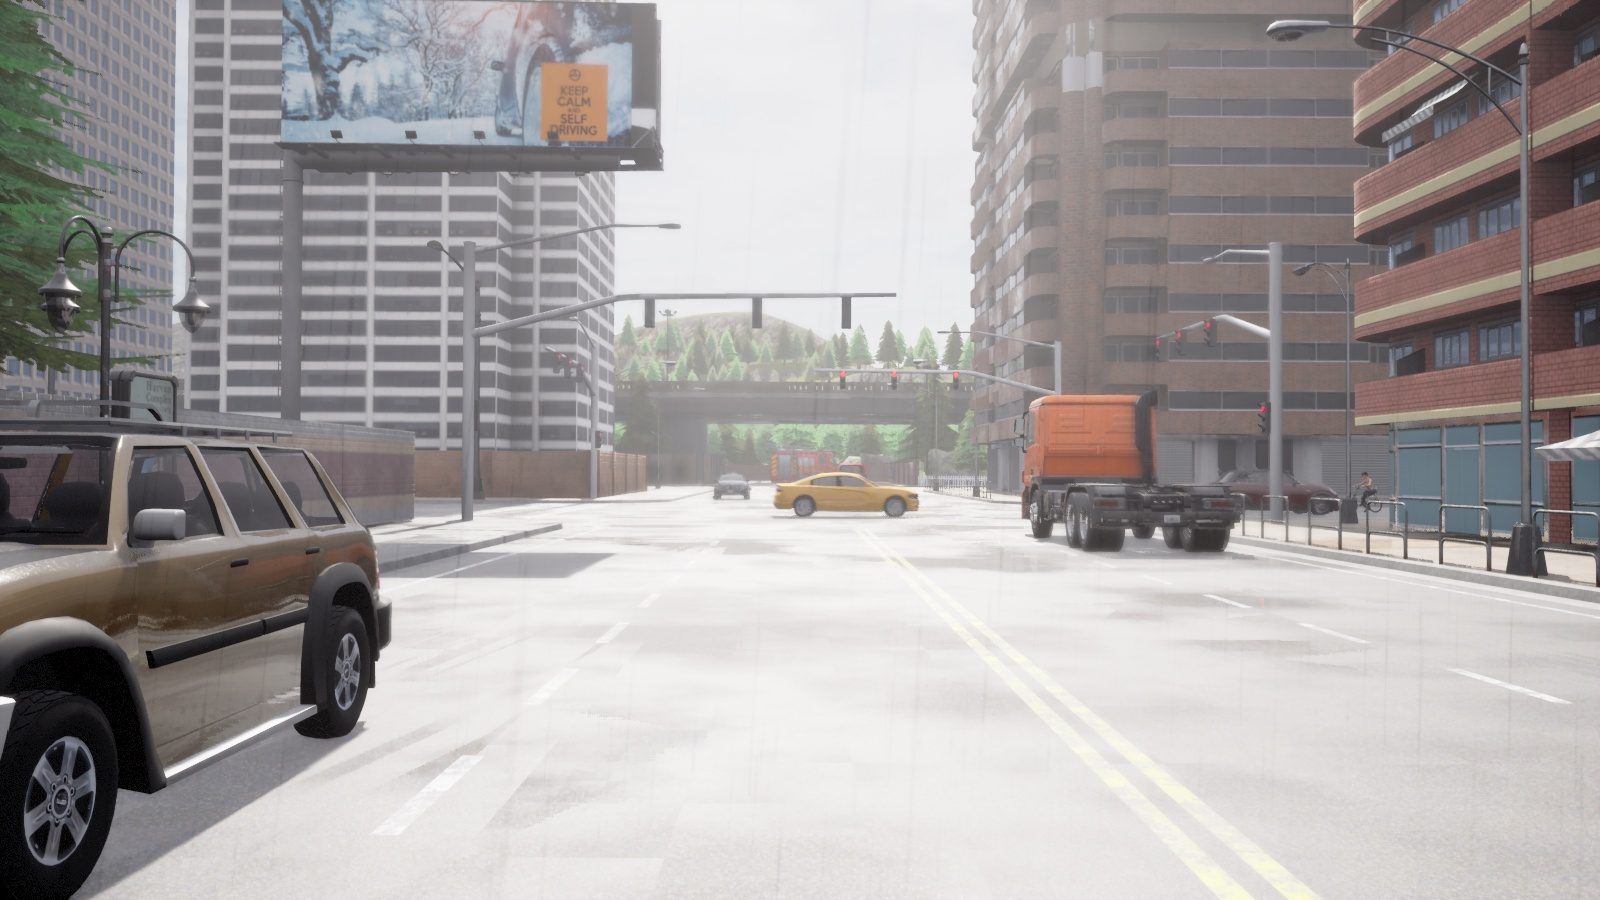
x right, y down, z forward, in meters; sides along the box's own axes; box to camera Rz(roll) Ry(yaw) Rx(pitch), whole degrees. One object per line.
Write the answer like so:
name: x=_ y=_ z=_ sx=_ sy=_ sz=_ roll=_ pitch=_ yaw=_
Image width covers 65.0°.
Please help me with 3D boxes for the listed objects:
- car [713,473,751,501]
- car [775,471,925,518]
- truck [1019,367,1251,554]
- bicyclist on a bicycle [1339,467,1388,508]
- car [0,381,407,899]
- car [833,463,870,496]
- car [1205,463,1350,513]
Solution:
car: x=-3.696 y=2.011 z=68.991 sx=1.812 sy=1.442 sz=4.674 roll=0 pitch=-1 yaw=0
car: x=1.672 y=1.503 z=42.809 sx=5.008 sy=1.535 sz=1.882 roll=0 pitch=-1 yaw=0
truck: x=6.917 y=0.263 z=27.349 sx=2.891 sy=3.462 sz=7.936 roll=0 pitch=-1 yaw=0
bicyclist on a bicycle: x=22.322 y=1.495 z=49.752 sx=1.509 sy=1.612 sz=0.866 roll=0 pitch=-1 yaw=0
car: x=-3.520 y=0.744 z=5.891 sx=1.932 sy=1.855 sz=4.605 roll=0 pitch=-1 yaw=0
car: x=3.267 y=1.882 z=81.293 sx=2.150 sy=2.045 sz=5.566 roll=0 pitch=-1 yaw=0
car: x=17.530 y=1.378 z=46.271 sx=4.553 sy=1.767 sz=2.097 roll=0 pitch=-1 yaw=0
